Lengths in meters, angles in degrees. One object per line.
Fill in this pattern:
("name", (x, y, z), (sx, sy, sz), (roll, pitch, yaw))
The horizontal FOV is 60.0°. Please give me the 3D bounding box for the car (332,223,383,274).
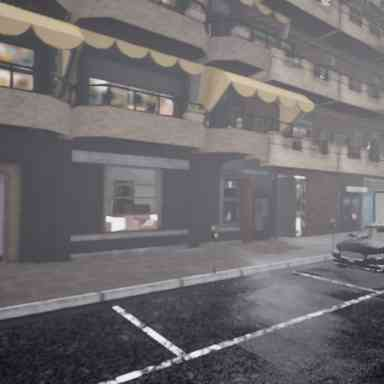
("car", (6.209, 1.693, 10.508), (4.403, 1.369, 2.008), (1, 0, -35))
